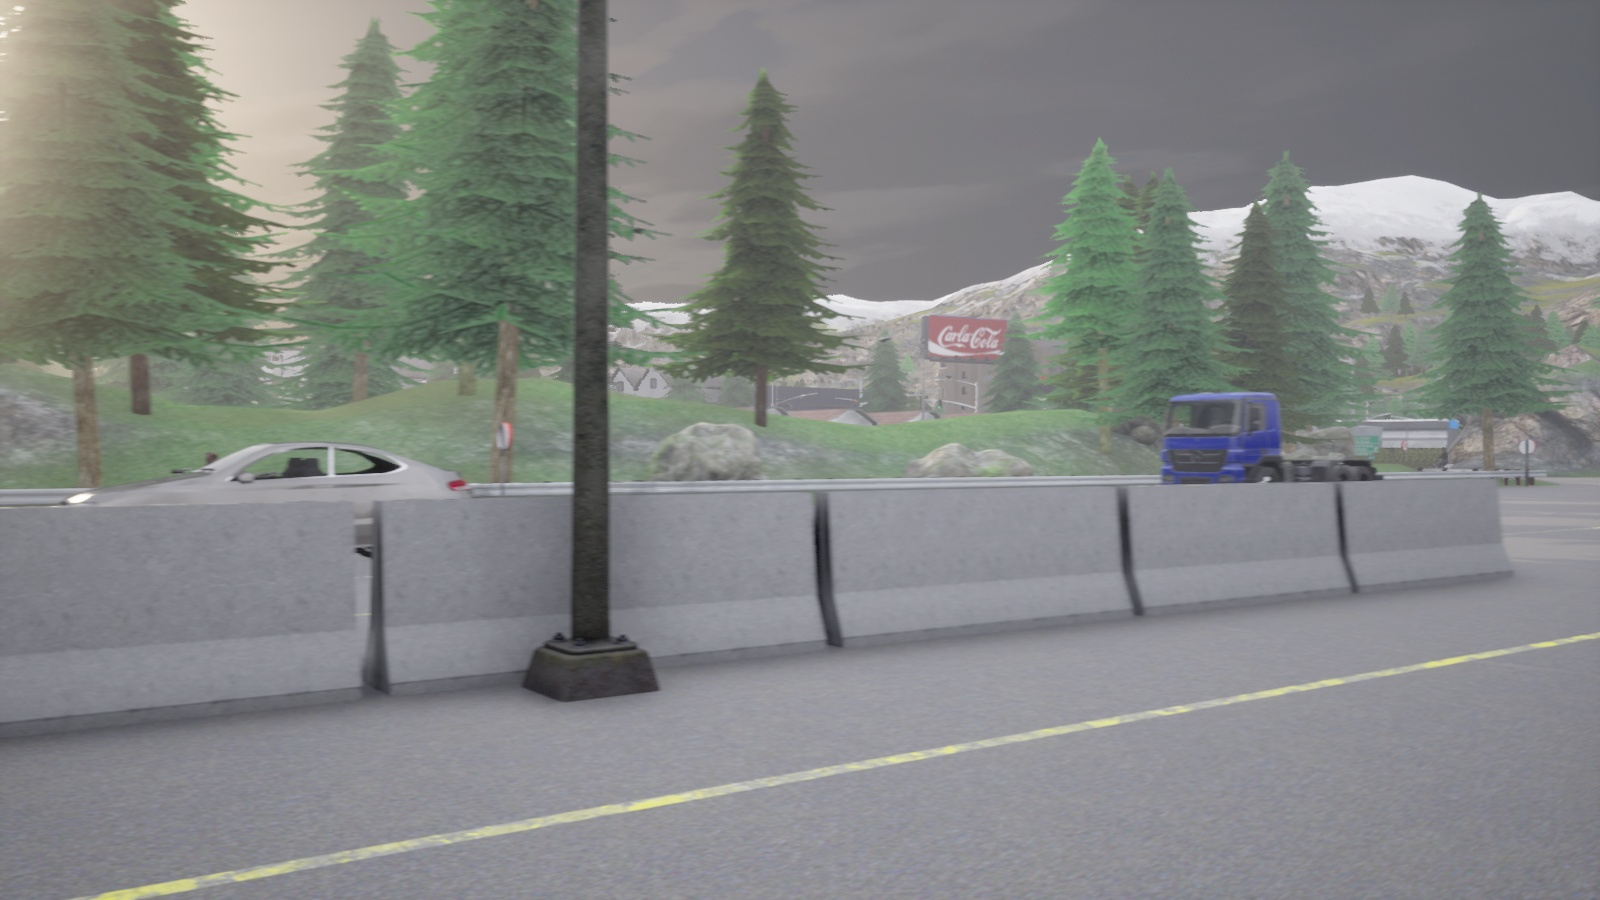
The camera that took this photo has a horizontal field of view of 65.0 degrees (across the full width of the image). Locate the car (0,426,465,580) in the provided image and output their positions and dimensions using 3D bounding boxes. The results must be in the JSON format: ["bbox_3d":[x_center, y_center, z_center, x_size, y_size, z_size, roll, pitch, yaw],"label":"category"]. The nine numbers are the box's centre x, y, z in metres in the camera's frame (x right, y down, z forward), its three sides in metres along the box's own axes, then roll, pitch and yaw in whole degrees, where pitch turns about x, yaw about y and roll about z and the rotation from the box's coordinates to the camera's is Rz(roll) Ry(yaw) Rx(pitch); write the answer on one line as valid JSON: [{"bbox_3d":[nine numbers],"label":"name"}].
[{"bbox_3d":[-7.046,0.579,15.812,5.027,1.651,2.152,0,0,-35],"label":"car"}]

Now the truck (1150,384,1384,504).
[{"bbox_3d":[14.796,-0.164,39.551,7.936,3.462,2.891,0,0,-35],"label":"truck"}]
